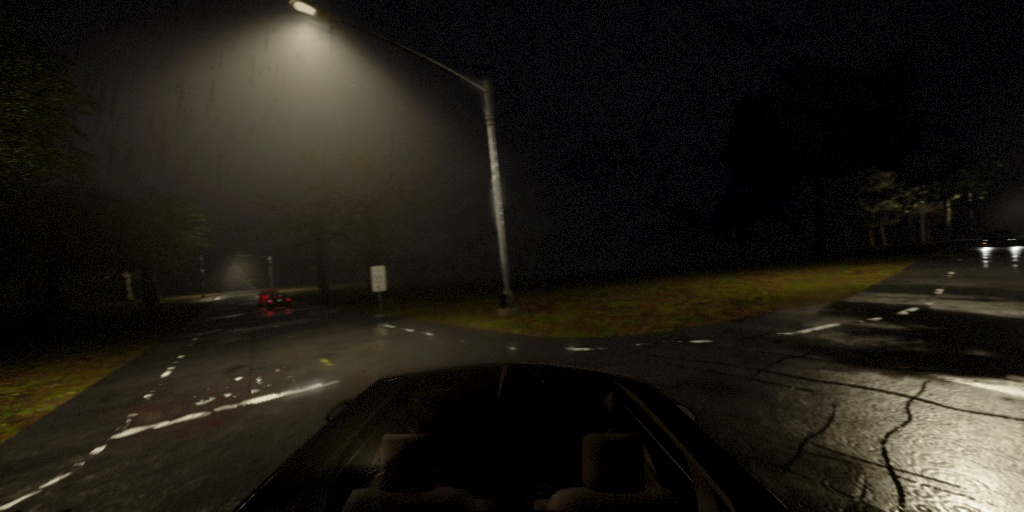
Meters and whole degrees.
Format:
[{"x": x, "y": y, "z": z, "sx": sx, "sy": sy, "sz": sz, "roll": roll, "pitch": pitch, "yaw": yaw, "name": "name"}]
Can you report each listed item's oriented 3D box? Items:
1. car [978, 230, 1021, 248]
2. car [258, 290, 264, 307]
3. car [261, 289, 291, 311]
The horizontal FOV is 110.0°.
[{"x": 42.822, "y": -1.540, "z": 31.526, "sx": 4.892, "sy": 1.490, "sz": 1.837, "roll": -4, "pitch": 0, "yaw": -36, "name": "car"}, {"x": -31.064, "y": 5.312, "z": 45.980, "sx": 2.150, "sy": 2.045, "sz": 5.566, "roll": -4, "pitch": -1, "yaw": -38, "name": "car"}, {"x": -25.051, "y": 4.732, "z": 38.277, "sx": 2.097, "sy": 1.767, "sz": 4.553, "roll": -4, "pitch": -2, "yaw": -38, "name": "car"}]
